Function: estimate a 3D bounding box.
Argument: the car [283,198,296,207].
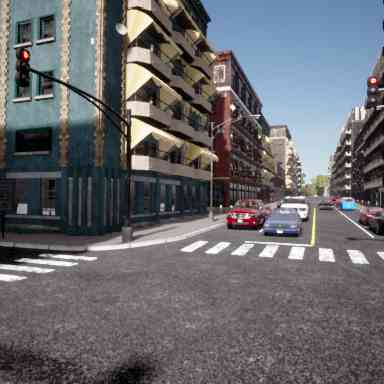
[{"bbox_3d":[17.392,1.867,59.097,1.947,1.339,4.313,1,0,20],"label":"car"}]

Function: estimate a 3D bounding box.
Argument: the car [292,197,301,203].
[{"bbox_3d":[25.161,1.946,79.983,1.887,1.381,4.507,1,0,20],"label":"car"}]

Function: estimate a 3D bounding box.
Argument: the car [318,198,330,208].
[{"bbox_3d":[22.850,1.862,57.480,1.812,1.442,4.674,0,0,20],"label":"car"}]

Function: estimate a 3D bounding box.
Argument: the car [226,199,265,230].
[{"bbox_3d":[3.802,1.444,22.545,2.192,1.841,5.009,1,0,20],"label":"car"}]

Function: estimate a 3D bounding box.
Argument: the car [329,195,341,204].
[{"bbox_3d":[33.006,1.765,77.023,2.192,1.841,5.009,1,0,20],"label":"car"}]

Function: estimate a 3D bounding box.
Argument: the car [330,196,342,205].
[{"bbox_3d":[31.064,1.740,71.802,2.192,1.841,5.009,1,0,20],"label":"car"}]

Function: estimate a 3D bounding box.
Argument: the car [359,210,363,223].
[{"bbox_3d":[13.579,1.783,24.809,1.802,1.307,4.206,1,0,20],"label":"car"}]

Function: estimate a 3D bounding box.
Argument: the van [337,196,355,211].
[{"bbox_3d":[21.353,1.641,45.695,1.690,1.788,3.998,1,0,20],"label":"van"}]

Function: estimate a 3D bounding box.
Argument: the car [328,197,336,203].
[{"bbox_3d":[36.946,2.027,87.626,1.752,1.417,4.829,1,0,20],"label":"car"}]

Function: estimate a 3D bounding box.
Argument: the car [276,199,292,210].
[{"bbox_3d":[13.508,1.818,48.654,1.947,1.339,4.313,1,0,20],"label":"car"}]

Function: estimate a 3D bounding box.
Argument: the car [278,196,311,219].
[{"bbox_3d":[9.002,1.400,29.074,2.150,2.045,5.566,0,0,21],"label":"car"}]

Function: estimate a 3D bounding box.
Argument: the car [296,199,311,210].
[{"bbox_3d":[16.168,1.774,48.120,1.837,1.490,4.892,0,0,20],"label":"car"}]

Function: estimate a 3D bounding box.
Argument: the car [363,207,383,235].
[{"bbox_3d":[11.637,1.743,19.587,1.947,1.339,4.313,1,0,20],"label":"car"}]

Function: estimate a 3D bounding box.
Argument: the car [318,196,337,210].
[{"bbox_3d":[19.231,1.781,47.749,2.128,1.511,4.902,0,0,20],"label":"car"}]

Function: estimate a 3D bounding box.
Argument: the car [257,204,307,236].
[{"bbox_3d":[5.491,1.682,19.708,2.033,1.411,5.357,0,0,21],"label":"car"}]
